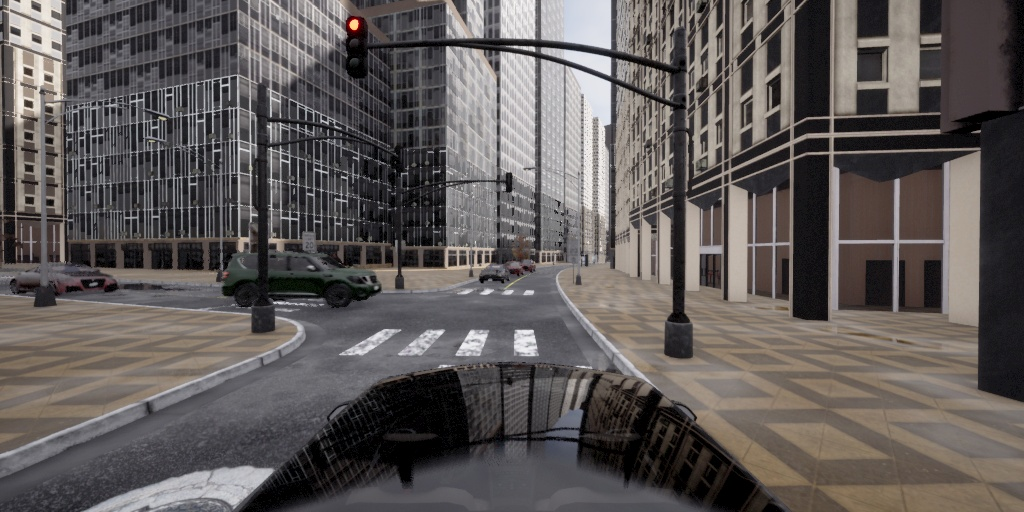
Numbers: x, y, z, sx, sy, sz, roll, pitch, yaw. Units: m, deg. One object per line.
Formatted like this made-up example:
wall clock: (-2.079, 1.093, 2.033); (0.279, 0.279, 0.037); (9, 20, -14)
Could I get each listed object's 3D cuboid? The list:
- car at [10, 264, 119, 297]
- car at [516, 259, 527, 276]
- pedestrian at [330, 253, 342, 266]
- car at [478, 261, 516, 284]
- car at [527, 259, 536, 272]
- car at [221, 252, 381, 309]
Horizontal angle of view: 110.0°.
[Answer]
car: (-20.525, 1.057, 16.495); (4.181, 1.385, 1.994); (1, 1, 16)
car: (0.127, 1.297, 37.804); (1.882, 1.535, 5.008); (0, 0, 9)
pedestrian: (-9.580, 0.716, 19.426); (0.375, 1.860, 0.375); (0, 0, 16)
car: (-1.224, 1.331, 28.096); (2.033, 1.411, 5.357); (0, 0, 7)
car: (1.878, 1.220, 47.533); (2.097, 1.767, 4.553); (0, 0, 11)
car: (-8.129, 0.878, 14.091); (5.566, 2.045, 2.150); (0, 1, -1)
